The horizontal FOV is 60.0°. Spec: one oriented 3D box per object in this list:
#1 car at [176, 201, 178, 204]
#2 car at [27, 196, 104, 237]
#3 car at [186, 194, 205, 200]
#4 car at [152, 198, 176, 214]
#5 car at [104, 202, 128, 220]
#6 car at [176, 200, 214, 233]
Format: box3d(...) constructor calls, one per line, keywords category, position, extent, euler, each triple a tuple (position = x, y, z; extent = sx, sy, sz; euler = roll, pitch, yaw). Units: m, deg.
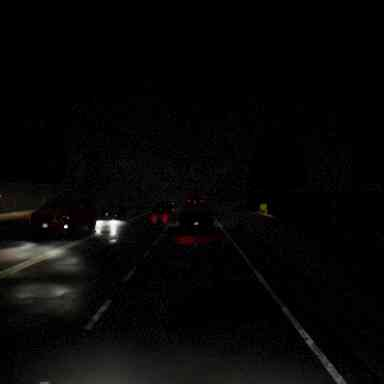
box3d(category="car", position=(-3.105, 1.586, 47.074), extent=(2.033, 1.411, 5.357), euler=(0, 0, 1))
box3d(category="car", position=(-6.938, 1.236, 18.539), extent=(2.150, 2.045, 5.566), euler=(0, 0, 1))
box3d(category="car", position=(0.406, 1.257, 41.894), extent=(2.150, 2.045, 5.566), euler=(0, 0, 1))
box3d(category="car", position=(-3.202, 1.521, 36.190), extent=(2.128, 1.511, 4.902), euler=(0, 0, 0))
box3d(category="car", position=(-6.799, 1.587, 28.611), extent=(1.994, 1.385, 4.181), euler=(0, 0, 1))
box3d(category="car", position=(0.251, 1.494, 19.889), extent=(1.882, 1.535, 5.008), euler=(0, 0, 0))
